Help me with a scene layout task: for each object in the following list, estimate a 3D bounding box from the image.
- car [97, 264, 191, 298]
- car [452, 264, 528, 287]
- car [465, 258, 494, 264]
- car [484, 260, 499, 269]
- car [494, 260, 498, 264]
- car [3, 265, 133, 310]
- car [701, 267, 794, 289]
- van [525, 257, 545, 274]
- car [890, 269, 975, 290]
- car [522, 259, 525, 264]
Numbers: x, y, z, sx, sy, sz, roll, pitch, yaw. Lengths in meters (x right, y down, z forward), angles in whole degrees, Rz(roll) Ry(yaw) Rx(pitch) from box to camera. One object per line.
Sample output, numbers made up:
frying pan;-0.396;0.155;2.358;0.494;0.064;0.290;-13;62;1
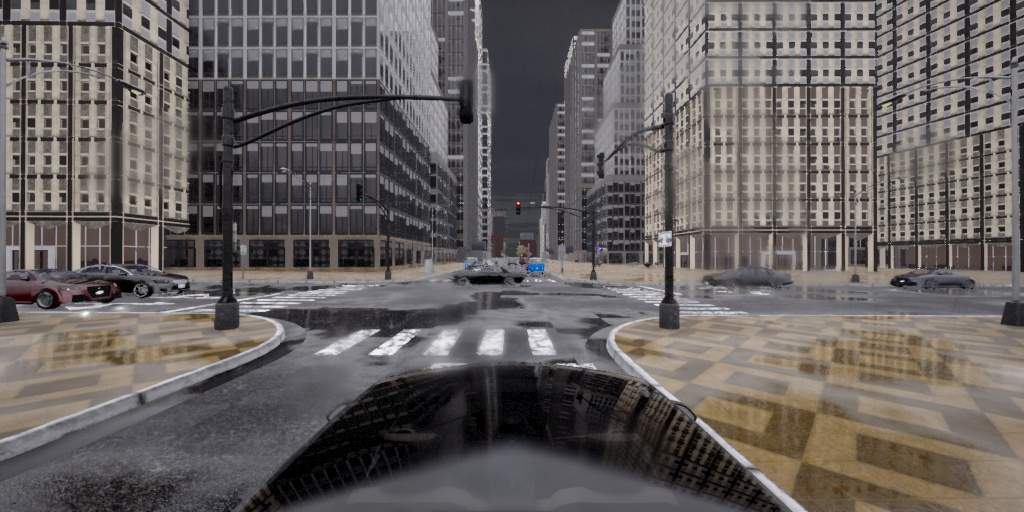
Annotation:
car;-17.809;1.108;16.625;4.902;1.511;2.128;0;0;-1
car;-1.541;1.350;23.658;4.718;1.301;1.895;0;0;-1
car;-3.231;1.241;35.641;2.128;1.511;4.902;0;0;0
car;-3.145;1.297;56.448;2.033;1.411;5.357;0;0;0
car;-3.191;1.275;45.816;1.812;1.442;4.674;0;0;0
car;-17.424;1.169;13.382;4.181;1.385;1.994;0;0;-1
car;15.735;1.444;24.025;5.357;1.411;2.033;0;0;-1
van;2.687;1.090;39.808;1.690;1.789;3.998;0;0;0
car;28.393;1.542;24.296;4.181;1.385;1.994;0;0;-1
car;2.618;1.295;45.346;1.888;1.381;4.507;0;0;0
